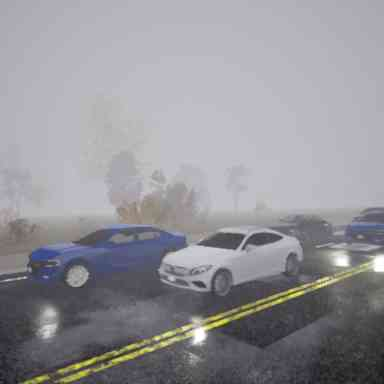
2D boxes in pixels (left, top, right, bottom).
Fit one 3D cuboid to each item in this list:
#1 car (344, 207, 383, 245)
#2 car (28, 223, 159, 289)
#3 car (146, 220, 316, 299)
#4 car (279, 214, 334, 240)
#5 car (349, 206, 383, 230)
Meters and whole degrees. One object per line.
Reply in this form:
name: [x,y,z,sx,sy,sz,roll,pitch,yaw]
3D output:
car: [9.141,1.658,16.006,5.008,1.535,1.882,0,-2,-41]
car: [-2.350,1.764,10.338,5.008,1.535,1.882,0,-2,-41]
car: [1.286,1.714,9.195,4.674,1.442,1.812,0,-2,-41]
car: [5.581,1.843,17.218,4.181,1.385,1.994,0,-2,-41]
car: [13.222,1.797,23.824,4.674,1.442,1.812,0,-2,-41]
